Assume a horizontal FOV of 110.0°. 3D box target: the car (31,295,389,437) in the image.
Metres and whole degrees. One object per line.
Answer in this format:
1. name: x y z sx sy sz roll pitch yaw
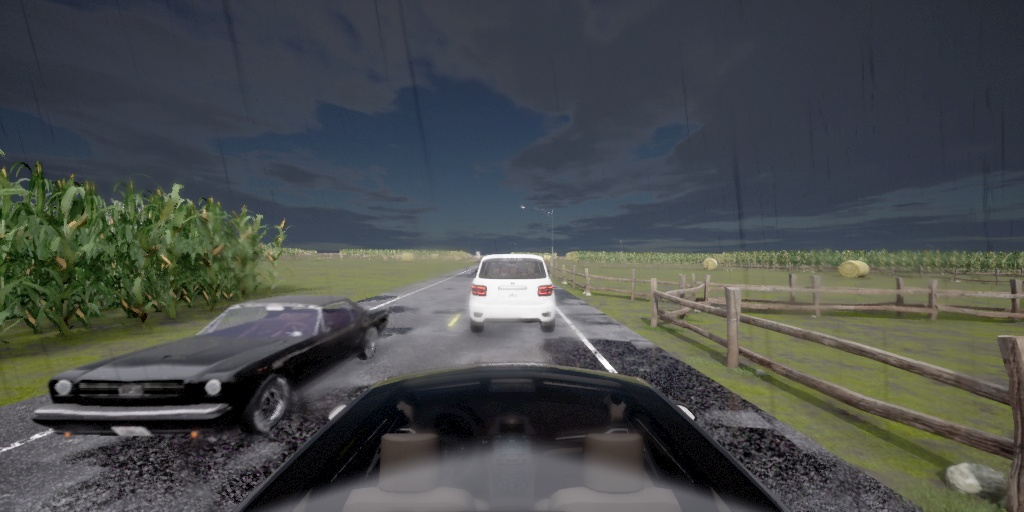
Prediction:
1. car: -3.615 1.351 5.602 1.895 1.301 4.718 0 0 0

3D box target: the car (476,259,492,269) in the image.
1. car: -4.351 1.201 56.219 2.128 1.511 4.902 0 0 -1

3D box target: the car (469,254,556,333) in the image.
1. car: 0.016 0.972 10.909 2.150 2.045 5.566 0 0 0
